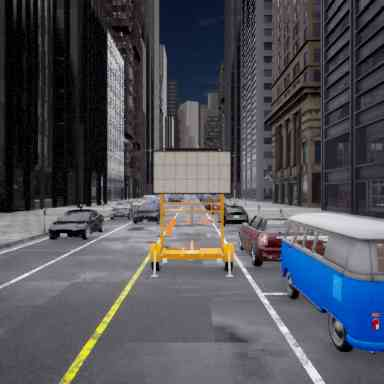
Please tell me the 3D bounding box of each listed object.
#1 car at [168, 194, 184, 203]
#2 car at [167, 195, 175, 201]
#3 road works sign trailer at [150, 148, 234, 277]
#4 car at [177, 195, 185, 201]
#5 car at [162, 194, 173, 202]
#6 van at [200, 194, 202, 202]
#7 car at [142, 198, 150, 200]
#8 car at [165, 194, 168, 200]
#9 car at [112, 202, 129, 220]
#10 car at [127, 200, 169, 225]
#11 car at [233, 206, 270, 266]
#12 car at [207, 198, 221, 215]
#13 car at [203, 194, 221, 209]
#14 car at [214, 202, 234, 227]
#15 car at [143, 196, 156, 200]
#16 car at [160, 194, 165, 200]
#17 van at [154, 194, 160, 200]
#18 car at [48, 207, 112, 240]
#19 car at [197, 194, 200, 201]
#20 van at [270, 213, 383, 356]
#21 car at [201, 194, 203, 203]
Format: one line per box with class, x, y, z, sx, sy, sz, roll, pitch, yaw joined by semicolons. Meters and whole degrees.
car;-3.009;1.582;64.453;2.033;1.411;5.357;0;0;1
car;-5.728;1.609;90.018;2.008;1.369;4.403;0;0;0
road works sign trailer;0.004;0.465;10.222;2.380;3.560;2.880;0;0;0
car;-2.968;1.606;89.270;2.033;1.411;5.357;0;0;0
car;-5.732;1.363;78.799;2.192;1.841;5.009;0;0;0
van;2.786;1.374;61.978;1.690;1.788;3.998;0;0;0
car;-5.749;1.593;33.923;1.802;1.307;4.206;0;0;0
car;-5.741;1.343;56.361;2.192;1.841;5.009;0;0;0
car;-5.751;1.558;28.314;2.008;1.369;4.403;0;0;0
car;-3.090;1.553;24.619;2.033;1.411;5.357;0;0;0
car;2.768;1.441;11.496;1.967;1.590;4.097;0;0;0
car;2.776;1.593;33.933;1.802;1.307;4.206;0;0;0
car;2.778;1.330;39.542;2.192;1.841;5.009;0;0;0
car;2.772;1.570;22.714;1.947;1.339;4.313;0;0;0
car;-5.747;1.540;39.362;1.752;1.417;4.829;0;0;0
car;-5.743;1.463;50.751;1.967;1.590;4.097;0;0;0
van;-5.745;1.360;45.142;1.690;1.788;3.998;0;0;0
car;-5.755;1.568;17.095;1.947;1.339;4.313;0;0;0
car;2.791;1.357;73.197;2.192;1.841;5.009;0;0;0
van;2.766;1.341;5.887;1.690;1.788;3.998;0;0;0
car;2.780;1.334;45.151;2.192;1.841;5.009;0;0;0
